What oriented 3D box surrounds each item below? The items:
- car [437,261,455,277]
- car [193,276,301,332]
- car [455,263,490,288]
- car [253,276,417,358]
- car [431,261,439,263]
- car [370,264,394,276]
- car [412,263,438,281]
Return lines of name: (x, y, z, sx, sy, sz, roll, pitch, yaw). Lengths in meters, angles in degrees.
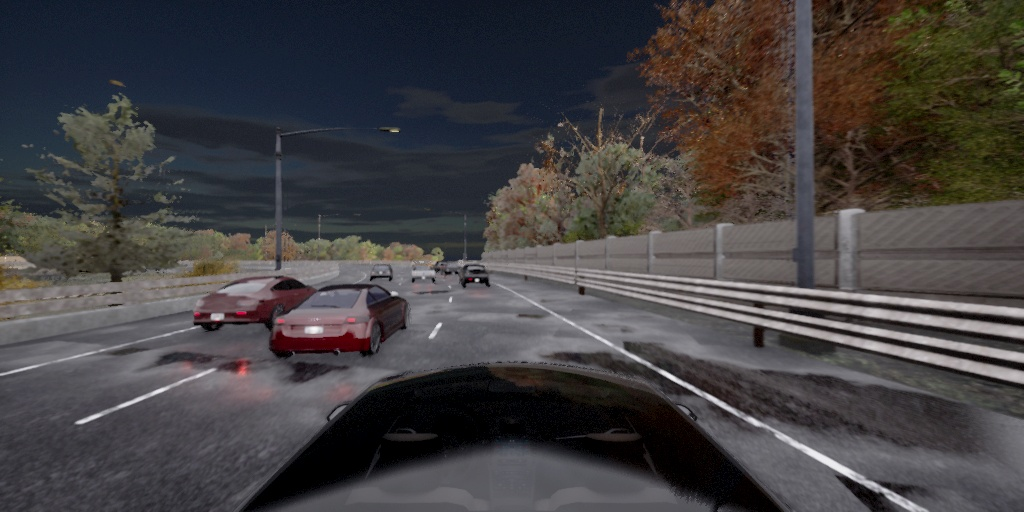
car: (-6.695, 1.515, 39.045, 1.895, 1.301, 4.718, 0, 0, -18)
car: (-7.510, 1.346, 11.177, 1.812, 1.442, 4.674, 0, 0, -5)
car: (-2.746, 1.350, 25.394, 1.837, 1.490, 4.892, 0, -1, -12)
car: (-3.824, 1.357, 8.698, 1.994, 1.385, 4.181, 0, 0, -4)
car: (-9.106, 1.457, 46.349, 1.837, 1.490, 4.892, 0, 0, -18)
car: (-11.692, 1.462, 32.328, 2.033, 1.411, 5.357, 0, 0, -17)
car: (-7.740, 1.492, 31.102, 1.895, 1.301, 4.718, 0, 0, -16)
